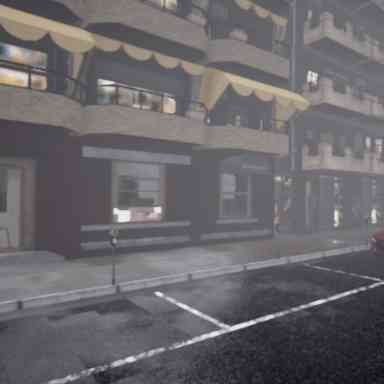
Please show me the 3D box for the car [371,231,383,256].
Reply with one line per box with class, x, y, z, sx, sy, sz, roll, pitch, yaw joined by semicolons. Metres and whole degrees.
car;8.558;1.721;12.673;4.507;1.381;1.887;1;0;-36
